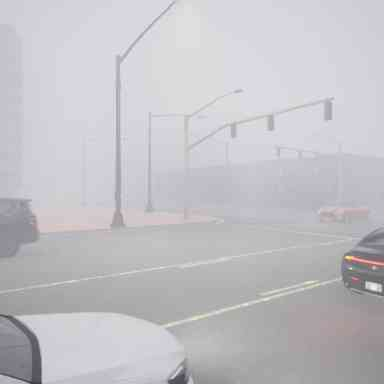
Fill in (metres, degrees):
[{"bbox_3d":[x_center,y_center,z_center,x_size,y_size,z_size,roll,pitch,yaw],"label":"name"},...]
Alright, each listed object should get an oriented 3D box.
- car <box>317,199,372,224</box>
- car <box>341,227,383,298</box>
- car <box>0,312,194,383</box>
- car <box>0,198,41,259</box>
[{"bbox_3d":[11.476,1.352,24.990,4.553,1.767,2.097,0,0,-35],"label":"car"},{"bbox_3d":[5.341,1.505,7.551,4.892,1.490,1.837,0,0,-35],"label":"car"},{"bbox_3d":[-2.137,1.526,2.224,4.674,1.442,1.812,0,0,-35],"label":"car"},{"bbox_3d":[-8.105,1.221,11.098,5.566,2.045,2.150,0,0,-36],"label":"car"}]
